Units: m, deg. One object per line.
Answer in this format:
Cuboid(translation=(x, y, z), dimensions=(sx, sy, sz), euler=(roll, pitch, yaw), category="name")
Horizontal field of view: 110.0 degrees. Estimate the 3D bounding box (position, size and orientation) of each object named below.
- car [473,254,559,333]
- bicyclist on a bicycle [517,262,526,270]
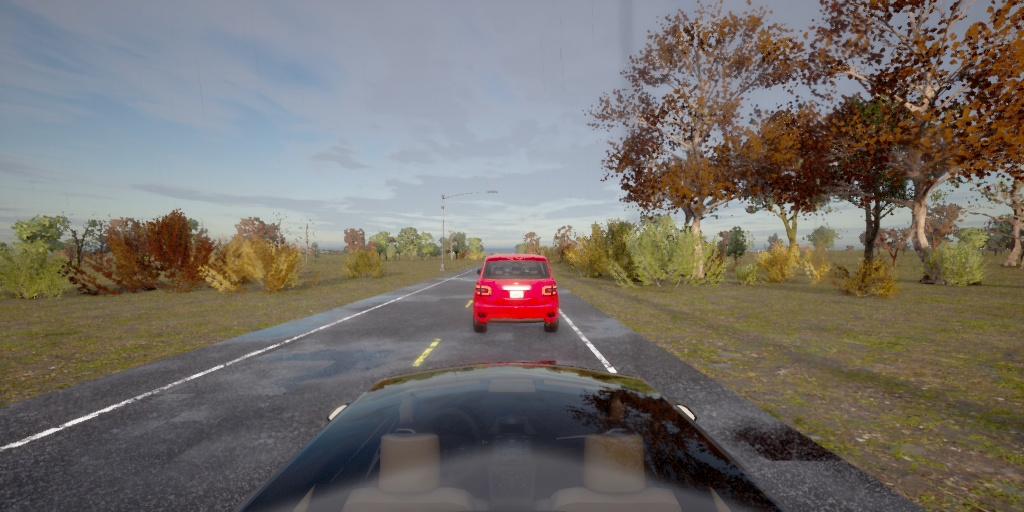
Cuboid(translation=(0.083, 0.968, 10.884), dimensions=(2.150, 2.045, 5.566), euler=(0, 0, -1), category="car")
Cuboid(translation=(0.872, 1.110, 30.063), dimensions=(0.659, 1.776, 1.843), euler=(0, 0, 0), category="bicyclist on a bicycle")
